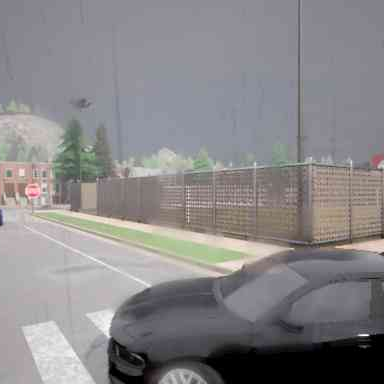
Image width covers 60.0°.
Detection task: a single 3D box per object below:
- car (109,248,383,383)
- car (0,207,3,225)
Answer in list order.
[{"bbox_3d":[1.535,1.497,4.064,5.008,1.535,1.882,0,3,-3],"label":"car"},{"bbox_3d":[-14.409,1.480,23.132,1.882,1.535,5.008,0,0,-35],"label":"car"}]
